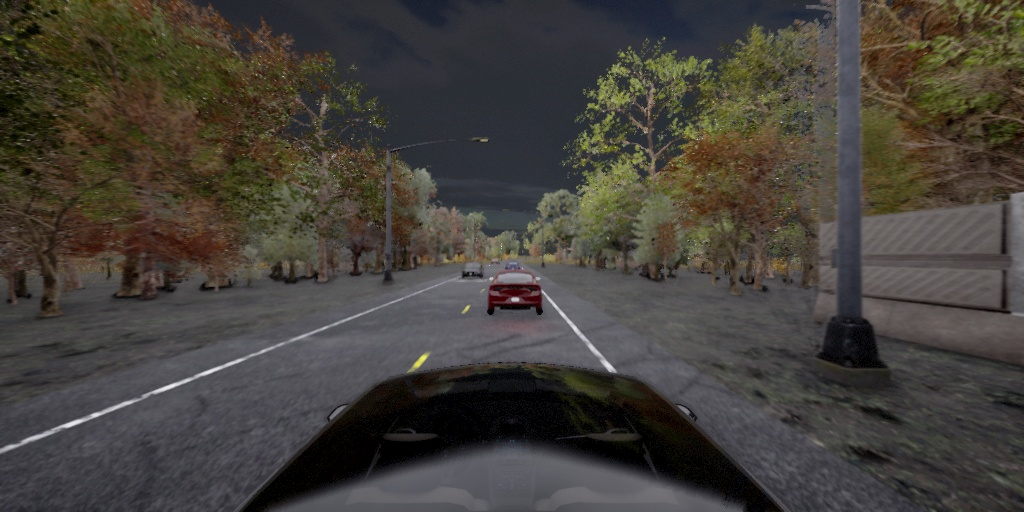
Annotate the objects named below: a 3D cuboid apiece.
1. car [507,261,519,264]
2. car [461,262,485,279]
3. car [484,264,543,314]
[{"bbox_3d":[0.128,1.361,45.378,1.812,1.442,4.674,0,0,0],"label":"car"},{"bbox_3d":[-3.572,1.322,33.459,1.837,1.490,4.892,0,0,0],"label":"car"},{"bbox_3d":[0.107,1.259,14.081,1.882,1.535,5.008,0,0,0],"label":"car"}]
